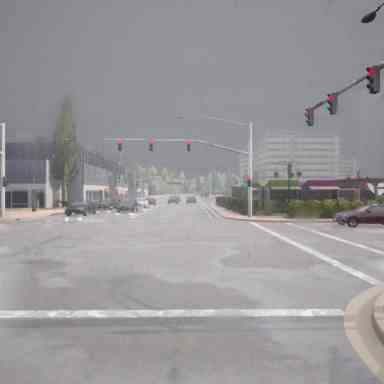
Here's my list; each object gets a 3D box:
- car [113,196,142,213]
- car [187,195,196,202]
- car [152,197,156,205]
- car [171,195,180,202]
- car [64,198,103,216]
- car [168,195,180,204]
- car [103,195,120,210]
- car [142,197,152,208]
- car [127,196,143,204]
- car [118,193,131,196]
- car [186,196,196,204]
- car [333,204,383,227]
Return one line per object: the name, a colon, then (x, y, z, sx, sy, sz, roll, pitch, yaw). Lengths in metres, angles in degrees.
car: (-7.185, 1.502, 37.621, 1.837, 1.490, 4.892, 0, 0, 0)
car: (-0.168, 1.462, 74.820, 1.895, 1.301, 4.718, 0, 0, 0)
car: (-7.209, 1.560, 56.767, 1.994, 1.385, 4.181, 0, 0, 0)
car: (-3.668, 1.420, 74.780, 1.994, 1.385, 4.181, 0, 0, 0)
car: (-10.673, 1.545, 32.527, 2.033, 1.411, 5.357, 0, 0, 0)
car: (-3.645, 1.543, 64.507, 2.033, 1.411, 5.357, 0, 0, 0)
car: (-10.693, 1.502, 42.083, 1.837, 1.490, 4.892, 0, 0, 0)
car: (-7.199, 1.522, 46.807, 1.812, 1.442, 4.674, 0, 0, 0)
car: (-10.691, 1.543, 62.766, 2.033, 1.411, 5.357, 0, 0, 1)
car: (-10.715, 1.218, 52.069, 2.150, 2.045, 5.566, 0, 0, 0)
car: (-0.145, 1.487, 64.515, 2.128, 1.511, 4.902, 0, 0, 0)
car: (11.757, 1.524, 21.874, 4.674, 1.442, 1.812, 0, 0, 1)
